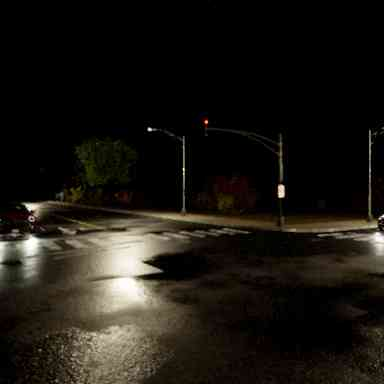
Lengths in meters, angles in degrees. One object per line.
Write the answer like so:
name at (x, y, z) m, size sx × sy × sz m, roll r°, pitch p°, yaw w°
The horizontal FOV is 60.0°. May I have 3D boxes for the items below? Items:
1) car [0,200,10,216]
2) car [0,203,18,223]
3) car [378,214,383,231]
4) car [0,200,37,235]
car at (-21.152, 1.670, 36.136) m, size 2.128 × 1.511 × 4.902 m, roll 0°, pitch 0°, yaw -32°
car at (-15.534, 1.666, 27.332) m, size 1.812 × 1.442 × 4.674 m, roll 0°, pitch 0°, yaw -33°
car at (13.924, 1.631, 21.312) m, size 4.553 × 1.767 × 2.097 m, roll 1°, pitch -1°, yaw -34°
car at (-10.287, 1.455, 19.083) m, size 2.097 × 1.767 × 4.553 m, roll 0°, pitch 0°, yaw -32°
